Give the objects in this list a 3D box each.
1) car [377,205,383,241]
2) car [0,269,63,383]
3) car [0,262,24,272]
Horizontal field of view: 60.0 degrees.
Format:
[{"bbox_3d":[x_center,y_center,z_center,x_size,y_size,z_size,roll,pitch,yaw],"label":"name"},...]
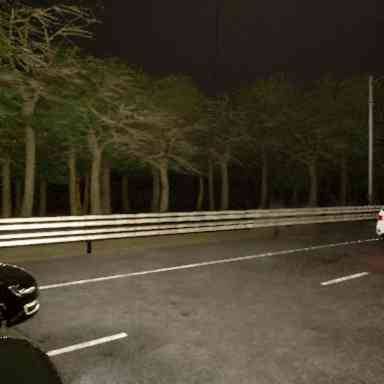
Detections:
[{"bbox_3d":[10.706,1.293,15.126,5.566,2.045,2.150,0,0,-33],"label":"car"},{"bbox_3d":[-2.781,1.555,1.722,4.181,1.385,1.994,0,0,-36],"label":"car"},{"bbox_3d":[-4.793,1.495,4.586,4.892,1.490,1.837,0,0,-36],"label":"car"}]
